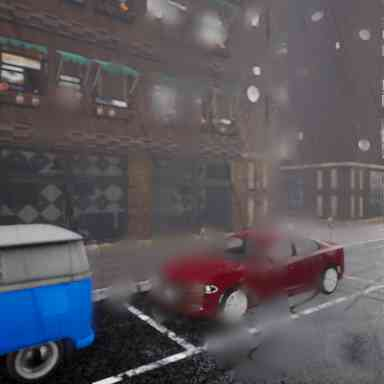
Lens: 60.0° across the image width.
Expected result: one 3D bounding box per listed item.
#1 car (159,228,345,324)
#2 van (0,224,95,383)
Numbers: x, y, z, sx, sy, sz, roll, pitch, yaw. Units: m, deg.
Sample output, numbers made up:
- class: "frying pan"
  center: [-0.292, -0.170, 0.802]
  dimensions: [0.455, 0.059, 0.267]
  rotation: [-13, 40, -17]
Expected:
- class: "car"
  center: [1.446, 1.514, 7.078]
  dimensions: [4.507, 1.381, 1.887]
  rotation: [0, 1, -35]
- class: "van"
  center: [-3.171, 1.344, 3.782]
  dimensions: [3.998, 1.788, 1.690]
  rotation: [0, 1, -35]
